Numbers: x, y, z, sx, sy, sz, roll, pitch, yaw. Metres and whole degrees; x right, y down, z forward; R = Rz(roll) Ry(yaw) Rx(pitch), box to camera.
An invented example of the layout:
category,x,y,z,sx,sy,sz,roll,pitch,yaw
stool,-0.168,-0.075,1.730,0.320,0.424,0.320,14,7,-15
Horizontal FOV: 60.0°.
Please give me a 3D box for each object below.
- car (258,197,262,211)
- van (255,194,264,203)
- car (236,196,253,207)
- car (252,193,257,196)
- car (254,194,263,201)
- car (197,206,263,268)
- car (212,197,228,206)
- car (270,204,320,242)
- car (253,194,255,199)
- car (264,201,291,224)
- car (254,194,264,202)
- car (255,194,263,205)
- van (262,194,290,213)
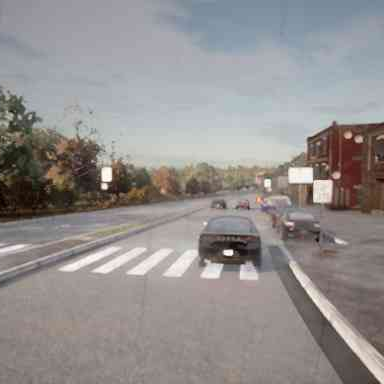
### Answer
category,x,y,z,sx,sy,sz,roll,pitch,yaw
car,9.015,1.607,38.594,2.002,1.452,4.674,1,0,10
van,15.594,1.385,76.954,1.878,1.987,4.442,1,0,10
car,6.924,1.605,45.193,2.033,1.411,5.357,1,0,10
car,13.691,1.347,65.853,2.435,2.045,5.566,1,0,10
car,17.435,1.497,87.700,2.185,1.767,4.553,1,0,10
car,1.350,1.498,11.544,1.882,1.535,5.008,1,0,8
car,3.835,1.525,46.359,1.837,1.490,4.892,1,0,10
car,5.309,1.583,16.869,2.002,1.452,4.674,2,0,10
car,12.771,1.592,60.498,2.097,1.535,5.008,1,0,10
car,6.221,1.578,22.289,2.163,1.488,4.792,1,0,10
car,16.502,1.491,82.255,2.185,1.767,4.553,1,0,10
car,10.901,1.454,49.581,2.185,1.767,4.553,1,0,10
van,7.171,1.329,27.820,1.878,1.987,4.442,1,0,10
